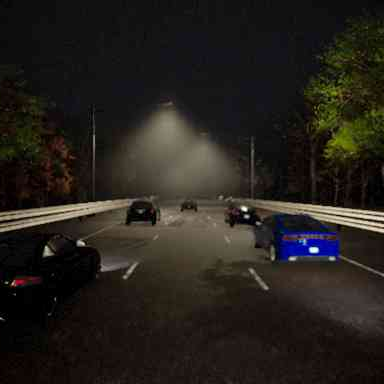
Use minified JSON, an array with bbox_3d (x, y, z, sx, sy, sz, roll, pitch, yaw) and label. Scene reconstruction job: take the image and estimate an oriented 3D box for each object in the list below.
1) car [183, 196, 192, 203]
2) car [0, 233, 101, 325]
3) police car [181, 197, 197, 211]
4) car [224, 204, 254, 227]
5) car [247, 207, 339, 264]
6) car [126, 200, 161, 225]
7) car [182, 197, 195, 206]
[{"bbox_3d":[-1.099,1.704,73.601,1.994,1.385,4.181,0,0,-2],"label":"car"},{"bbox_3d":[-3.421,1.582,7.264,1.994,1.385,4.181,0,0,0],"label":"car"},{"bbox_3d":[-0.383,1.516,41.452,1.930,1.638,5.238,0,0,-1],"label":"police car"},{"bbox_3d":[3.382,1.557,23.035,2.163,1.488,4.792,0,0,-1],"label":"car"},{"bbox_3d":[3.464,1.506,11.968,1.882,1.535,5.008,0,0,0],"label":"car"},{"bbox_3d":[-3.544,1.409,24.979,2.097,1.767,4.553,0,0,-1],"label":"car"},{"bbox_3d":[-0.582,1.614,57.218,2.128,1.511,4.902,0,0,-1],"label":"car"}]
